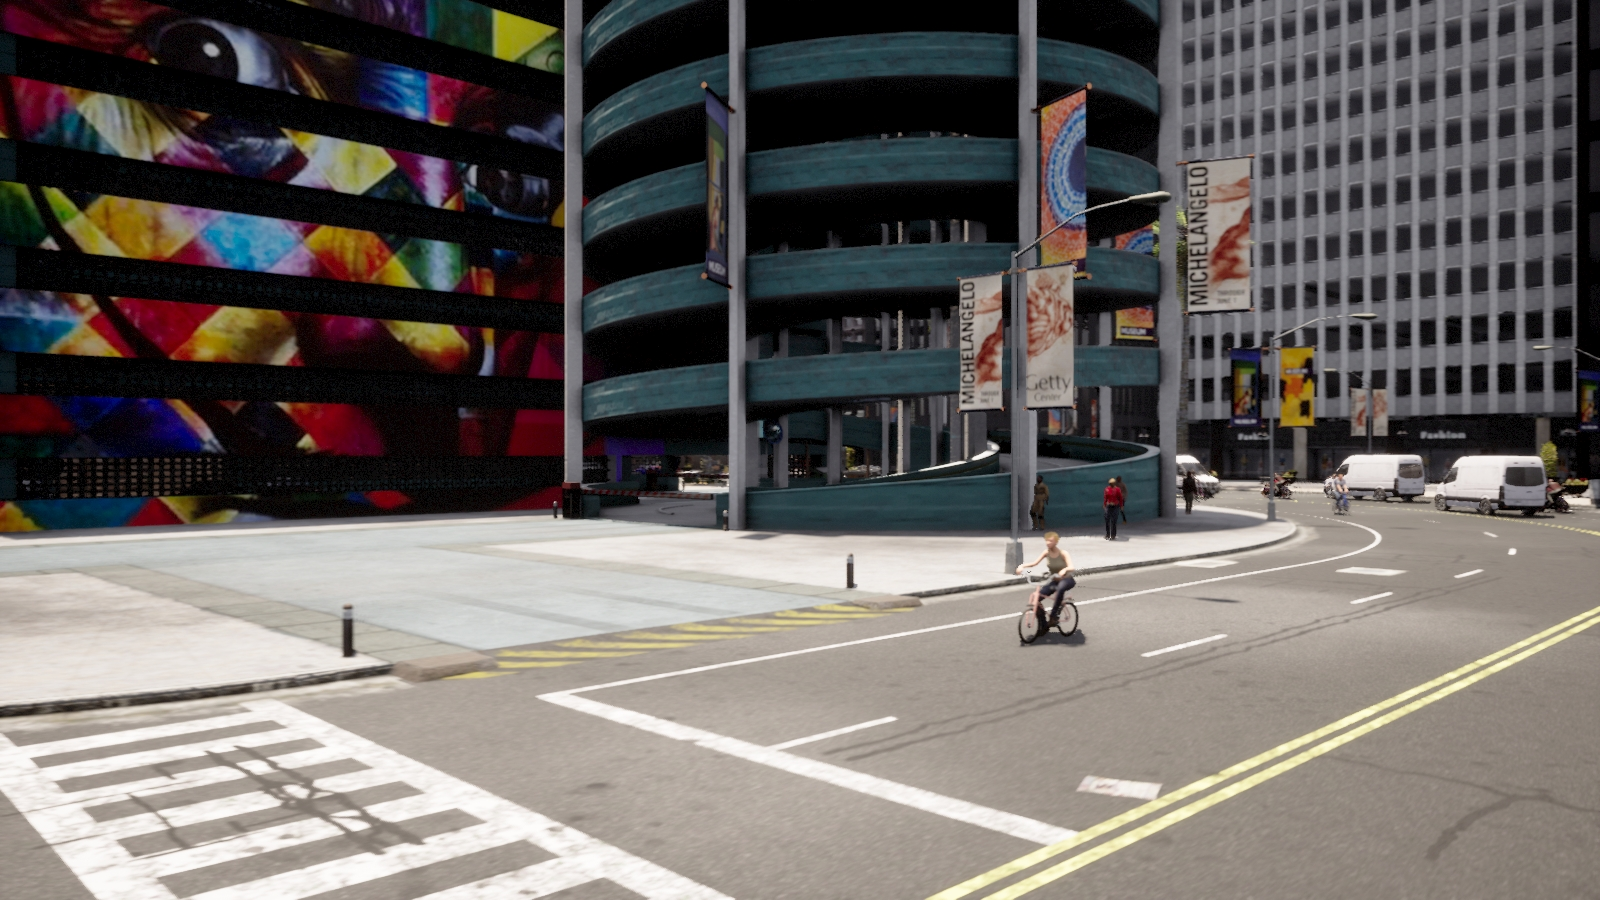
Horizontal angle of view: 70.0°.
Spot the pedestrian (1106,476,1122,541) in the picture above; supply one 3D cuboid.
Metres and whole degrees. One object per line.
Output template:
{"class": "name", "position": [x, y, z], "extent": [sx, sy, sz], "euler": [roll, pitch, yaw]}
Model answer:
{"class": "pedestrian", "position": [9.182, 1.710, 33.449], "extent": [0.375, 1.860, 0.375], "euler": [0, 0, 29]}

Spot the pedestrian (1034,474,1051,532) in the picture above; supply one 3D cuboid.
{"class": "pedestrian", "position": [7.869, 1.712, 37.060], "extent": [0.375, 1.860, 0.375], "euler": [0, 0, -43]}

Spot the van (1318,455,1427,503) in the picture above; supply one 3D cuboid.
{"class": "van", "position": [31.874, 1.554, 63.817], "extent": [1.988, 2.561, 5.915], "euler": [0, 0, -16]}

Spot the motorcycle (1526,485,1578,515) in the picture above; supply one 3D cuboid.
{"class": "motorcycle", "position": [33.752, 2.218, 51.293], "extent": [0.867, 1.251, 2.209], "euler": [-1, 0, 0]}

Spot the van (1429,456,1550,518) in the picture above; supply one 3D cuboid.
{"class": "van", "position": [30.316, 1.548, 50.497], "extent": [1.988, 2.561, 5.915], "euler": [0, 0, 3]}

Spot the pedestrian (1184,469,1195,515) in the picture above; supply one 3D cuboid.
{"class": "pedestrian", "position": [15.803, 1.713, 46.383], "extent": [0.375, 1.860, 0.375], "euler": [0, 0, 9]}

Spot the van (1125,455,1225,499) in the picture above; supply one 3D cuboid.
{"class": "van", "position": [22.452, 1.560, 68.690], "extent": [1.988, 2.561, 5.915], "euler": [0, 0, -30]}

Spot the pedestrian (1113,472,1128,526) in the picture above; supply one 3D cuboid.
{"class": "pedestrian", "position": [11.263, 1.712, 40.092], "extent": [0.375, 1.860, 0.375], "euler": [0, 0, 43]}

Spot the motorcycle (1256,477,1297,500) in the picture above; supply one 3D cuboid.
{"class": "motorcycle", "position": [27.514, 2.227, 65.972], "extent": [0.867, 1.251, 2.209], "euler": [-1, 0, -21]}
